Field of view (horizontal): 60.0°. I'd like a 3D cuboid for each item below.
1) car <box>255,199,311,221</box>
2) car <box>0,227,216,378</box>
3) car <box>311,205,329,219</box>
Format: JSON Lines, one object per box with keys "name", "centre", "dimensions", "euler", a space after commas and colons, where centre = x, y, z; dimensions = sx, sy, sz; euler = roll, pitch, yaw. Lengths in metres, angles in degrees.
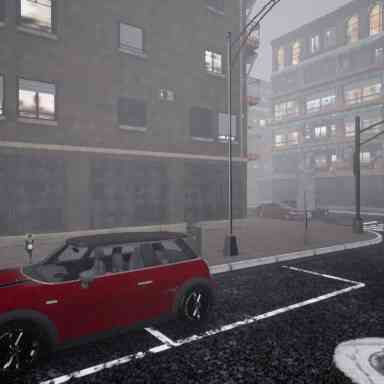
{"name": "car", "centre": [6.835, 1.473, 26.225], "dimensions": [1.802, 1.307, 4.206], "euler": [0, 0, -35]}
{"name": "car", "centre": [-1.645, 1.440, 5.446], "dimensions": [4.097, 1.590, 1.967], "euler": [0, 0, -35]}
{"name": "car", "centre": [8.920, 1.348, 27.746], "dimensions": [1.882, 1.535, 5.008], "euler": [-1, 1, -35]}
